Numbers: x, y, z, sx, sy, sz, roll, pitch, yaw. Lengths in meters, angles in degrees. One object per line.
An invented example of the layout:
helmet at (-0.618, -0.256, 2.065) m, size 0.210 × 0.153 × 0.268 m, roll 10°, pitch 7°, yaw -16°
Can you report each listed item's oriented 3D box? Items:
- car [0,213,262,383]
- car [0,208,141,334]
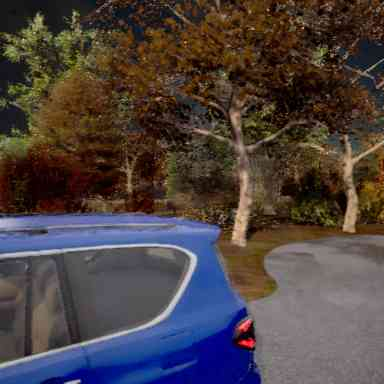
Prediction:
car at (-2.107, 1.215, 1.973) m, size 5.566 × 2.045 × 2.150 m, roll 0°, pitch 0°, yaw -32°
car at (-3.215, 1.363, 7.735) m, size 2.185 × 1.767 × 4.553 m, roll 0°, pitch 0°, yaw -36°
